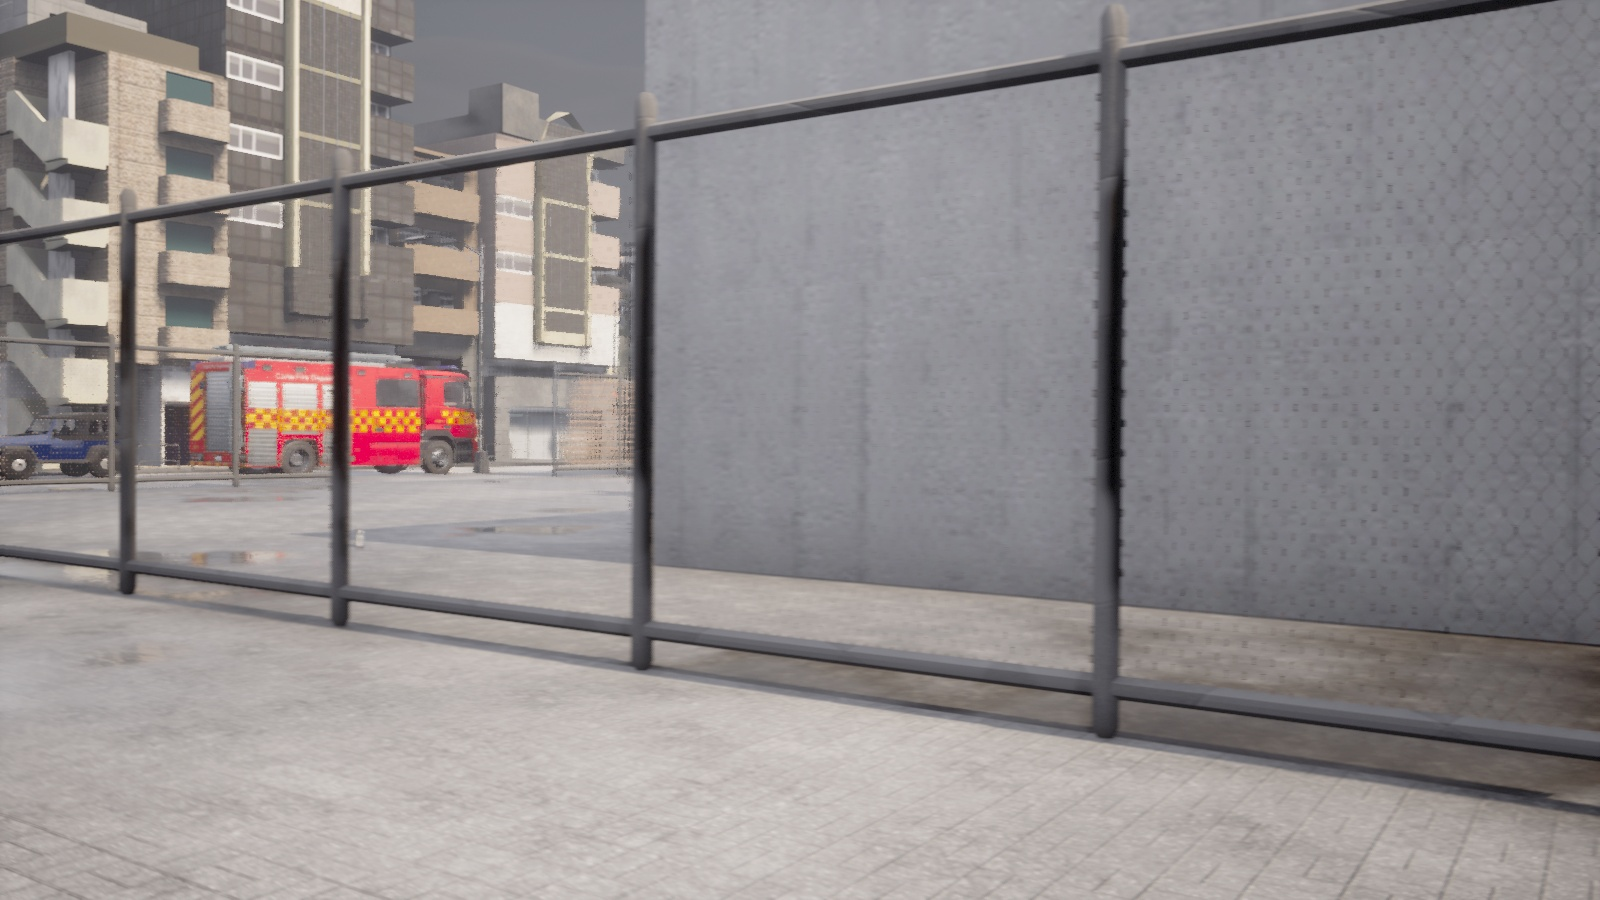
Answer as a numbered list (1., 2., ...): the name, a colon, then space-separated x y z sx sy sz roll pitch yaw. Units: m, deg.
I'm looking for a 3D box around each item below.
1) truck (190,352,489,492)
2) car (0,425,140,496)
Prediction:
1. truck: -13.832 -0.835 38.616 2.891 3.827 8.468 0 1 34
2. car: -20.914 0.237 35.156 1.905 1.878 3.866 0 1 34
